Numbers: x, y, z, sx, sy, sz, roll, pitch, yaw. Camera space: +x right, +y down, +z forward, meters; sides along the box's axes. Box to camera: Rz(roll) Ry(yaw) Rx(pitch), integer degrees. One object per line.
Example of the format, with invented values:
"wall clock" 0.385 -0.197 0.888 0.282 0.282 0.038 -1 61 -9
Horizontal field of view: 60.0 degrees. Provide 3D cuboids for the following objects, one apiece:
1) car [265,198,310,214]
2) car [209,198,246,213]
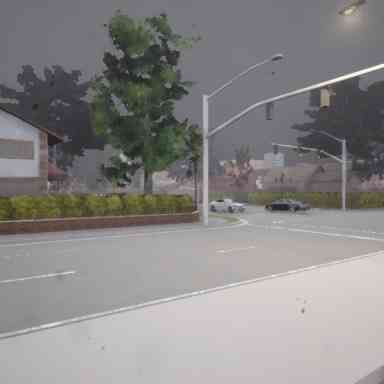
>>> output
"car" 9.761 1.407 34.359 2.128 1.511 4.902 0 0 -36
"car" 3.773 1.435 36.342 1.812 1.442 4.674 0 0 -36
